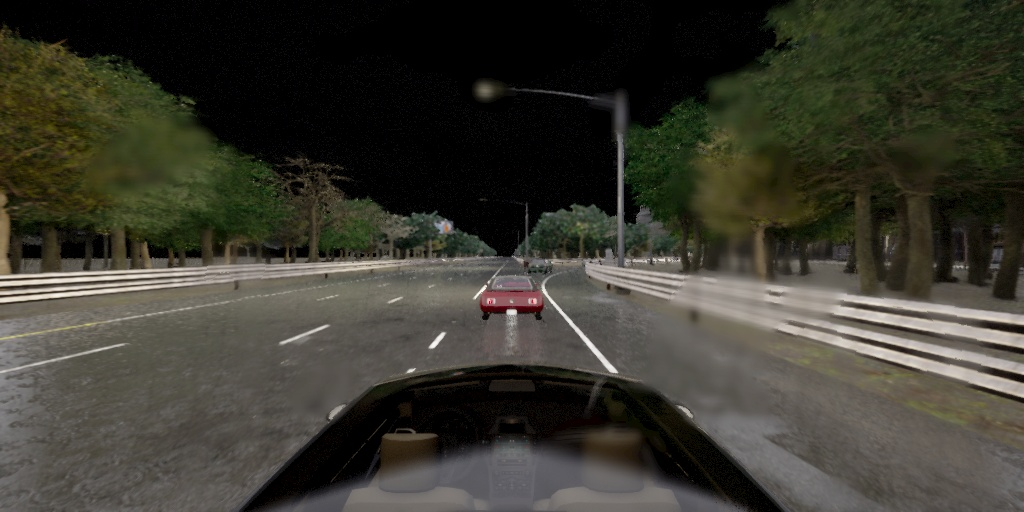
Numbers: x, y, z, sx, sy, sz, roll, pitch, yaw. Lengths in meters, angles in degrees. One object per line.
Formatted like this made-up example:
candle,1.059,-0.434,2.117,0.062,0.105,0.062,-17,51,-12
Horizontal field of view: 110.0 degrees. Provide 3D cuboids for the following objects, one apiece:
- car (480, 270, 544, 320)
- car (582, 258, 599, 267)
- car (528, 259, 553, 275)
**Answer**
car,0.005,1.339,12.613,1.895,1.301,4.718,0,0,0
car,13.872,1.160,62.866,2.128,1.511,4.902,0,0,33
car,3.217,1.062,39.249,2.097,1.767,4.553,0,0,15
